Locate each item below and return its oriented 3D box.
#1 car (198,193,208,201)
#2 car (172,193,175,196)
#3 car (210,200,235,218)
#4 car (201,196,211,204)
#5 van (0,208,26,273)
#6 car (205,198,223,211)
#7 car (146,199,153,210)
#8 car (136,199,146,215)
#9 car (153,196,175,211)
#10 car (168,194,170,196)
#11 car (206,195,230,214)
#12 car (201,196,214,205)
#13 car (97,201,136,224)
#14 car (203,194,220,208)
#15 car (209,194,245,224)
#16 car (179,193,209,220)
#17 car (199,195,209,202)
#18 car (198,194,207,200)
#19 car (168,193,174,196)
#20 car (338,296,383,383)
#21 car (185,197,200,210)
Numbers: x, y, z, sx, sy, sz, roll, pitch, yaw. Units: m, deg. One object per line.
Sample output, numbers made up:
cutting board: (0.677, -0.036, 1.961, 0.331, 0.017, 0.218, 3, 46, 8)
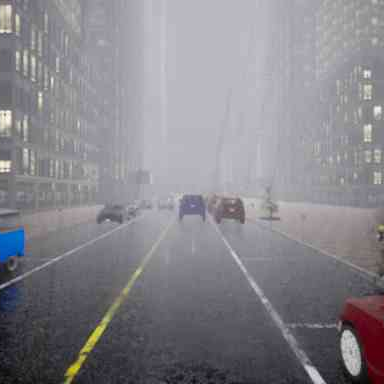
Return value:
car: (2.660, 1.214, 80.071, 2.192, 1.841, 5.009, 0, 0, 0)
car: (-5.726, 1.201, 91.145, 2.192, 1.841, 5.009, 0, 0, 0)
car: (2.682, 1.509, 30.217, 1.887, 1.381, 4.507, 0, 0, 0)
car: (2.667, 1.447, 63.623, 1.752, 1.417, 4.829, 0, 0, 0)
van: (-5.687, 1.334, 8.055, 1.690, 1.788, 3.998, 0, 0, 0)
car: (2.677, 1.516, 41.296, 1.947, 1.339, 4.313, 0, 0, 0)
car: (-5.703, 1.535, 41.291, 1.802, 1.307, 4.206, 0, 0, 0)
car: (-5.698, 1.517, 30.212, 2.008, 1.369, 4.403, 0, 0, 0)
car: (-3.026, 1.501, 40.105, 2.033, 1.411, 5.357, 0, 0, 0)
car: (-5.714, 1.506, 63.449, 1.802, 1.307, 4.206, 0, 0, 0)
car: (2.680, 1.272, 35.757, 2.192, 1.841, 5.009, 0, 0, 0)
car: (2.669, 1.479, 57.914, 2.008, 1.369, 4.403, 0, 0, 0)
car: (-5.696, 1.539, 24.673, 1.947, 1.339, 4.313, 0, 0, 0)
car: (2.675, 1.258, 46.835, 2.192, 1.841, 5.009, 0, 0, 0)
car: (2.685, 1.286, 24.677, 2.192, 1.841, 5.009, 0, 0, 0)
car: (0.050, 1.188, 28.203, 2.150, 2.045, 5.566, 0, 0, 0)
car: (2.661, 1.473, 74.532, 1.947, 1.339, 4.313, 0, 0, 0)
car: (2.656, 1.332, 85.610, 1.967, 1.590, 4.097, 0, 0, 0)
car: (-5.719, 1.491, 74.527, 1.802, 1.307, 4.206, 0, 0, 0)
car: (2.718, 1.541, 2.523, 1.887, 1.381, 4.507, 0, 0, 0)
car: (0.059, 1.424, 44.394, 1.882, 1.535, 5.008, 0, 0, 0)
